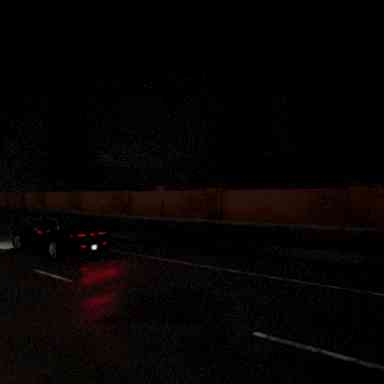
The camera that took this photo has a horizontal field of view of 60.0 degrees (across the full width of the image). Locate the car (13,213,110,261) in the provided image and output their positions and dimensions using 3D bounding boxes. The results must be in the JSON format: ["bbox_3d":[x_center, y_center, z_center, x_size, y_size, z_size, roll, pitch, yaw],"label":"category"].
[{"bbox_3d":[-5.110,1.585,12.734,4.892,1.490,1.837,0,0,41],"label":"car"}]
